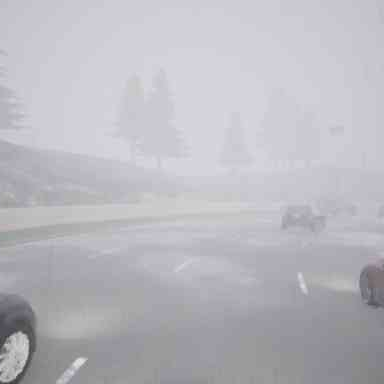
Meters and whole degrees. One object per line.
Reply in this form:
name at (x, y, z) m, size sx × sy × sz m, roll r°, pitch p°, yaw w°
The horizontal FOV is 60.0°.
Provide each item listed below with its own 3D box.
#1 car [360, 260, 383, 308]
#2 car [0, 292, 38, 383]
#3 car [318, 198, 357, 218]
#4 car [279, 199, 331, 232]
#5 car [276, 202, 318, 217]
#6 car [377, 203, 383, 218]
car at (4.240, 1.610, 5.178) m, size 1.812 × 1.442 × 4.674 m, roll 0°, pitch 0°, yaw 9°
car at (-3.027, 1.488, 2.418) m, size 1.837 × 1.490 × 4.892 m, roll 0°, pitch 0°, yaw 3°
car at (15.266, 1.636, 35.320) m, size 5.566 × 2.045 × 2.150 m, roll 1°, pitch -1°, yaw -36°
car at (7.684, 1.593, 22.511) m, size 2.097 × 1.767 × 4.553 m, roll 1°, pitch 0°, yaw 33°
car at (11.816, 1.881, 37.304) m, size 4.902 × 1.511 × 2.128 m, roll 1°, pitch -1°, yaw -39°
car at (21.779, 1.841, 35.208) m, size 4.553 × 1.767 × 2.097 m, roll 1°, pitch 0°, yaw -30°
